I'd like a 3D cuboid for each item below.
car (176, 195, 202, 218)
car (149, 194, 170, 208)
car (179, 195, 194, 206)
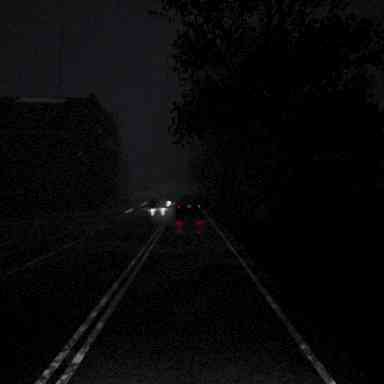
[{"bbox_3d":[-0.275,1.151,27.849,2.097,1.767,4.553,0,0,-1],"label":"car"},{"bbox_3d":[-4.087,1.226,40.581,1.994,1.385,4.181,0,1,-2],"label":"car"},{"bbox_3d":[-0.857,1.127,46.493,2.033,1.411,5.357,0,1,-2],"label":"car"}]
